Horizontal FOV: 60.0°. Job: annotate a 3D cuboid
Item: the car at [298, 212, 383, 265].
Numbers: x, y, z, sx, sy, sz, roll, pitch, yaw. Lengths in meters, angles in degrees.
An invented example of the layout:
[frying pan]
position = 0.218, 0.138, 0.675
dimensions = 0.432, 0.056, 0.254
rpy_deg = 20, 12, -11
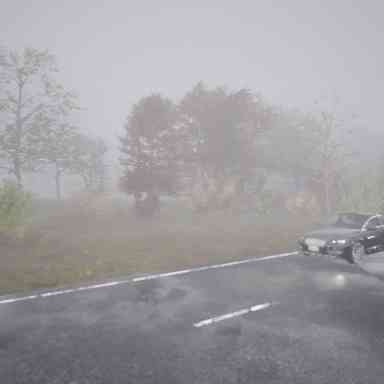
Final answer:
[car]
position = 5.791, 1.497, 11.807
dimensions = 4.902, 1.511, 2.128
rpy_deg = 0, 0, -35
